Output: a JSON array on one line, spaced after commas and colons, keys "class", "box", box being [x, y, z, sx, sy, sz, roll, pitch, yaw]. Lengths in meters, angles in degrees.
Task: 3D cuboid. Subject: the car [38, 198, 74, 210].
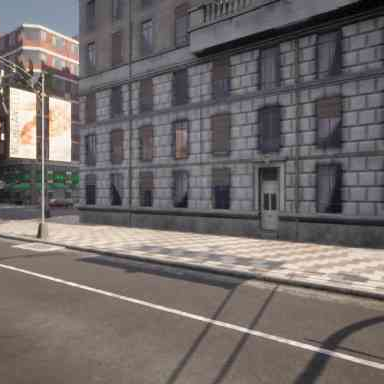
[{"class": "car", "box": [-18.094, 1.526, 44.427, 1.812, 1.442, 4.674, 0, 0, 36]}]
